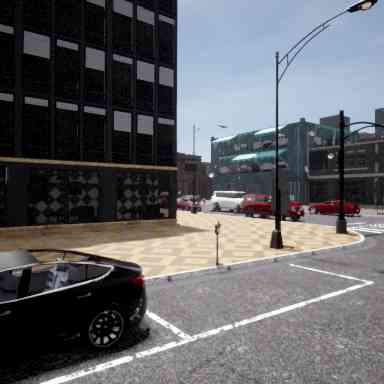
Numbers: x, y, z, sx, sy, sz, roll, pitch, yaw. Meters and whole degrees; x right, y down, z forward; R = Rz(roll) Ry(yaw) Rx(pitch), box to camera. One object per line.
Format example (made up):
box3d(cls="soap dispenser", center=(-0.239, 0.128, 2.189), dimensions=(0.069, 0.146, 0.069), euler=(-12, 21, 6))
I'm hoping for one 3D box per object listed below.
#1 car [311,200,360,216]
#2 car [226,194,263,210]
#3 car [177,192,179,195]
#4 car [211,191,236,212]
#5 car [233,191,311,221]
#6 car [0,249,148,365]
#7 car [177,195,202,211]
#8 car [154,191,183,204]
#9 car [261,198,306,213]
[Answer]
box3d(cls="car", center=(12.589, 1.371, 29.728), dimensions=(1.887, 1.381, 4.507), euler=(1, 0, -36))
box3d(cls="car", center=(6.032, 1.130, 38.674), dimensions=(1.967, 1.590, 4.097), euler=(1, 0, -36))
box3d(cls="car", center=(-0.528, 1.101, 47.619), dimensions=(2.008, 1.369, 4.403), euler=(1, 0, -36))
box3d(cls="car", center=(4.115, 0.938, 31.487), dimensions=(2.150, 2.045, 5.566), euler=(0, 1, -36))
box3d(cls="car", center=(5.836, 1.101, 24.773), dimensions=(2.192, 1.841, 5.009), euler=(1, 0, -36))
box3d(cls="car", center=(-2.706, 1.566, 4.624), dimensions=(4.313, 1.339, 1.947), euler=(0, 0, -35))
box3d(cls="car", center=(-0.729, 1.231, 33.719), dimensions=(1.802, 1.307, 4.206), euler=(1, 0, -36))
box3d(cls="car", center=(-3.802, 0.793, 52.091), dimensions=(2.192, 1.841, 5.009), euler=(1, 0, -36))
box3d(cls="car", center=(9.309, 1.340, 34.200), dimensions=(1.802, 1.307, 4.206), euler=(1, 0, -36))
